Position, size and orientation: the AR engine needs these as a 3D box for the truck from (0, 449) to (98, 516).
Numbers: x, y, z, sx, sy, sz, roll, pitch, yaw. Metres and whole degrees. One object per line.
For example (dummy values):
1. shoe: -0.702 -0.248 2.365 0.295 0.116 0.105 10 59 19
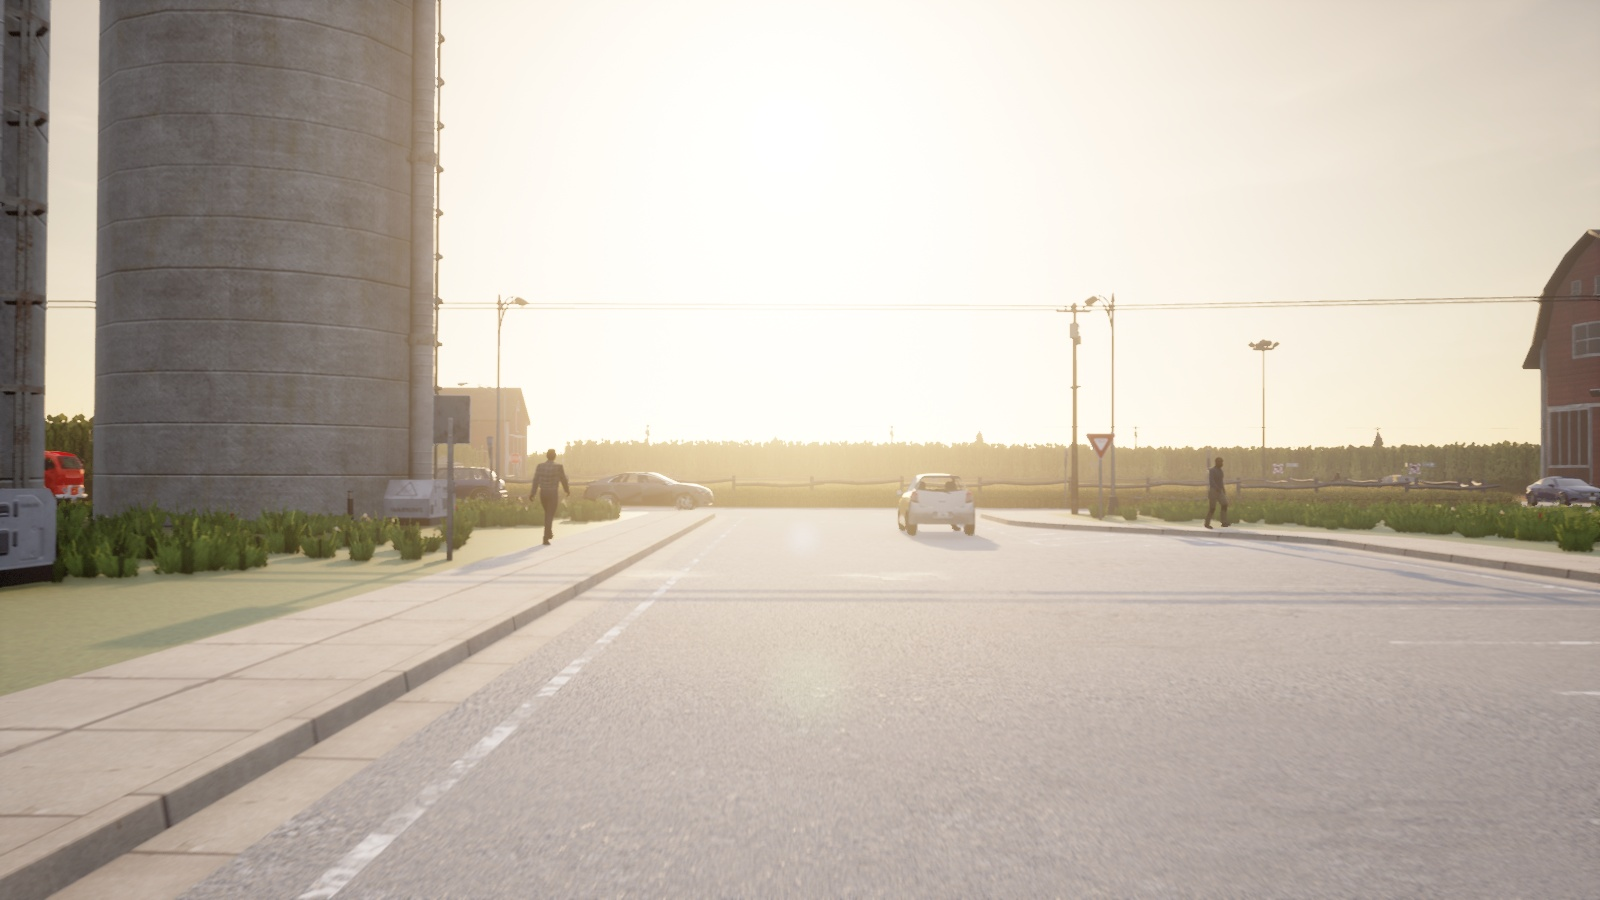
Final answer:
1. truck: -30.241 1.263 48.151 5.204 2.467 2.627 -1 -1 1

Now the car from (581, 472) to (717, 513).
1. car: -5.697 1.595 47.845 4.902 1.511 2.128 0 -1 1

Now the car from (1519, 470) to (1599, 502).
1. car: 36.171 1.691 59.453 1.812 1.442 4.674 0 -1 3

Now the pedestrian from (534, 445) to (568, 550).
1. pedestrian: -4.680 0.884 23.615 0.423 1.949 0.788 0 -1 5

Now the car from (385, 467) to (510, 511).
1. car: -14.392 1.592 51.460 4.553 1.767 2.097 0 -1 1

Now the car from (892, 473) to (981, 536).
1. car: 3.424 1.351 32.048 1.845 1.501 3.633 0 -1 0

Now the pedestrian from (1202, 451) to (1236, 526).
1. pedestrian: 10.388 0.950 31.163 0.370 1.835 0.726 0 -1 -30

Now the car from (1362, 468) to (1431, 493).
1. car: 38.916 1.972 82.099 1.801 1.575 5.366 0 -1 -2
